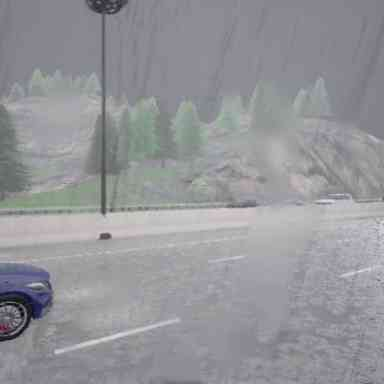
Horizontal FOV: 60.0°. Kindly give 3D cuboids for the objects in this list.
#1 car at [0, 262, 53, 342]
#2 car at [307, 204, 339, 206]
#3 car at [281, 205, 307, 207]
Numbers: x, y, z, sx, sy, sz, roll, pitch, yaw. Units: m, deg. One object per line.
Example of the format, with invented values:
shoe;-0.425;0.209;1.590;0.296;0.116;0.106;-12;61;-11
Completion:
car;-4.535;1.525;4.806;4.674;1.442;1.812;0;0;-36
car;15.581;1.219;36.606;5.566;2.045;2.150;0;0;-35
car;11.664;1.522;38.106;4.674;1.442;1.812;0;0;-35
